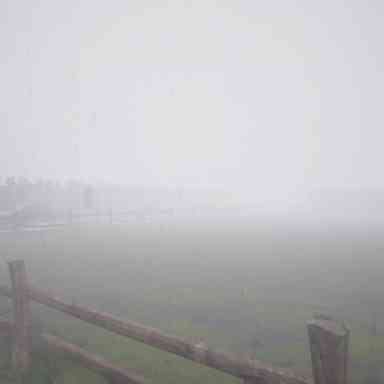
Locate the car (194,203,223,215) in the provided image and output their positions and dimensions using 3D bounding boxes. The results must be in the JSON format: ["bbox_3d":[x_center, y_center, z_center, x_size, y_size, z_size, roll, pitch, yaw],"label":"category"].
[{"bbox_3d":[1.943,2.327,47.178,2.097,1.767,4.553,-1,-2,36],"label":"car"}]

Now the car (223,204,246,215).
[{"bbox_3d":[6.016,2.486,47.819,1.882,1.535,5.008,-1,-2,36],"label":"car"}]

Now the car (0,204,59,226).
[{"bbox_3d":[-13.105,1.737,26.451,2.097,1.767,4.553,-1,-2,36],"label":"car"}]

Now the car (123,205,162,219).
[{"bbox_3d":[-5.442,2.178,37.021,2.128,1.511,4.902,-1,-2,36],"label":"car"}]
